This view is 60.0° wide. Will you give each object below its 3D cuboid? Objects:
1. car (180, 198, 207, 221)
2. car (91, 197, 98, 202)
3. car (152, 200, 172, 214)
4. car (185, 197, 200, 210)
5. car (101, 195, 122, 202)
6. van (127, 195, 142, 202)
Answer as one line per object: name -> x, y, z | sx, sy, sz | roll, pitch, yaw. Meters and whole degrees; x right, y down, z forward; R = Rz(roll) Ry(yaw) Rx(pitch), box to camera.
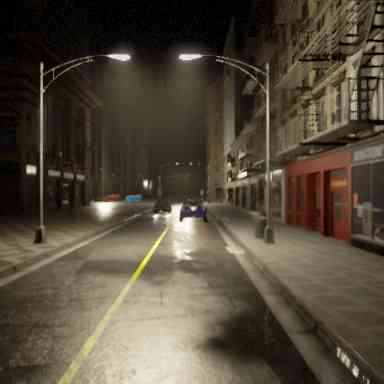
car -> 0.102, 1.333, 27.007 | 2.097, 1.767, 4.553 | 0, 0, 0
car -> -25.999, 1.809, 84.179 | 4.313, 1.339, 1.947 | 0, 0, -1
car -> -3.096, 1.554, 35.894 | 2.033, 1.411, 5.357 | 0, 0, 0
car -> 0.104, 1.517, 44.784 | 1.882, 1.535, 5.008 | 0, 0, 0
car -> -20.359, 1.561, 84.265 | 5.009, 1.841, 2.192 | 0, 0, -1
van -> -14.719, 1.588, 84.351 | 3.998, 1.788, 1.690 | 0, 0, -1
